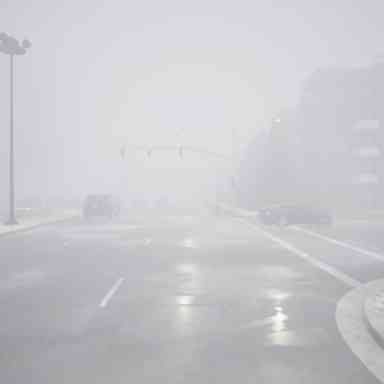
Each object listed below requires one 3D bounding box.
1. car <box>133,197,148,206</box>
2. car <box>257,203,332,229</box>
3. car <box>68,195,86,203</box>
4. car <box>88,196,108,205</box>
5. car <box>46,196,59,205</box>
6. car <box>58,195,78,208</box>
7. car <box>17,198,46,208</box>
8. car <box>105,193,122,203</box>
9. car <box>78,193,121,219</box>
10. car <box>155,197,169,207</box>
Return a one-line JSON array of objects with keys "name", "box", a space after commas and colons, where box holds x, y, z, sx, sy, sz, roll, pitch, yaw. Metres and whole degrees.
[{"name": "car", "box": [-8.134, 1.485, 52.644, 1.812, 1.442, 4.674, 0, 0, 0]}, {"name": "car", "box": [6.624, 1.488, 21.400, 4.892, 1.490, 1.837, 0, -2, -14]}, {"name": "car", "box": [-23.215, 1.425, 67.044, 1.882, 1.535, 5.008, 0, 0, 0]}, {"name": "car", "box": [-16.264, 1.503, 57.844, 2.033, 1.411, 5.357, 0, 0, 1]}, {"name": "car", "box": [-23.269, 1.461, 56.801, 1.837, 1.490, 4.892, 0, 0, 1]}, {"name": "car", "box": [-16.262, 1.455, 46.319, 2.128, 1.511, 4.902, 0, 0, 0]}, {"name": "car", "box": [-23.253, 1.527, 47.810, 1.994, 1.385, 4.181, 0, 0, 0]}, {"name": "car", "box": [-16.212, 1.171, 68.927, 2.150, 2.045, 5.566, 0, 0, 0]}, {"name": "car", "box": [-7.660, 1.199, 28.600, 2.150, 2.045, 5.566, 0, 0, -2]}, {"name": "car", "box": [-4.618, 1.451, 51.568, 2.128, 1.511, 4.902, 0, 0, 0]}]
